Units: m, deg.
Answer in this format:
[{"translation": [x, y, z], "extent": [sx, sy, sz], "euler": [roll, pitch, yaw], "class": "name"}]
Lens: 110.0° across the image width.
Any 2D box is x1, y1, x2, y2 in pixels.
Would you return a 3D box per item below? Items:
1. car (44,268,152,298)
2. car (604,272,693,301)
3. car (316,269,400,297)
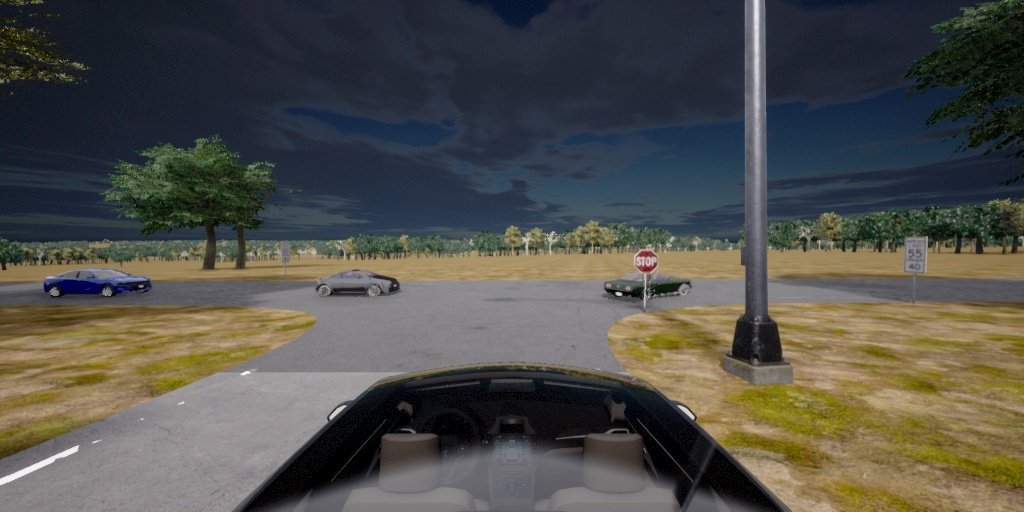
[{"translation": [-23.290, 1.448, 20.256], "extent": [5.008, 1.535, 1.882], "euler": [-1, 2, 4], "class": "car"}, {"translation": [7.016, 1.436, 18.204], "extent": [4.718, 1.301, 1.895], "euler": [-2, 3, -31], "class": "car"}, {"translation": [-8.354, 1.437, 19.571], "extent": [4.181, 1.385, 1.994], "euler": [0, 2, 2], "class": "car"}]
